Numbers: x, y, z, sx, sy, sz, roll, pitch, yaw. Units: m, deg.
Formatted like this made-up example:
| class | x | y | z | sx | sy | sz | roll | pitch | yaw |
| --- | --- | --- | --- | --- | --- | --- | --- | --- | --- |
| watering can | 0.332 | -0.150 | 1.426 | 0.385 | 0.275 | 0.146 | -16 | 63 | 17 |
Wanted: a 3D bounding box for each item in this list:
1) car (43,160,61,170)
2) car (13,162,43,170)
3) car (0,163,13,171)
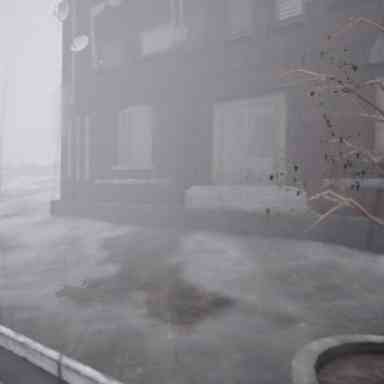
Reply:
| class | x | y | z | sx | sy | sz | roll | pitch | yaw |
| --- | --- | --- | --- | --- | --- | --- | --- | --- | --- |
| car | -16.535 | -3.370 | 43.288 | 4.553 | 1.767 | 2.185 | 1 | 1 | 26 |
| car | -21.617 | -3.366 | 45.729 | 4.892 | 1.521 | 2.231 | 1 | 1 | 27 |
| car | -26.450 | -3.428 | 48.185 | 4.674 | 1.452 | 2.002 | 1 | 1 | 28 |
